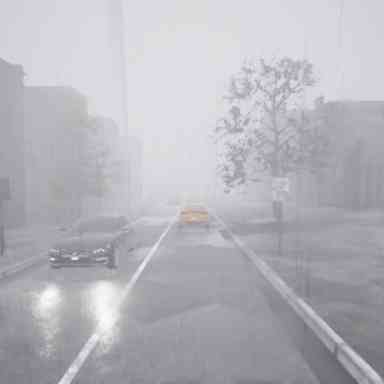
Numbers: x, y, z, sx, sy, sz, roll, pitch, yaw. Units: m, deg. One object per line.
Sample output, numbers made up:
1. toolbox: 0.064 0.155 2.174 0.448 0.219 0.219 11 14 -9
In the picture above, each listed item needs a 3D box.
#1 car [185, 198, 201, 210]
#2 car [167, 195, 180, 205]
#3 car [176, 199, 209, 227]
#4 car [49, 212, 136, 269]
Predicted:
1. car: 0.143 1.542 42.587 1.994 1.385 4.181 0 0 0
2. car: -2.997 1.311 54.323 1.882 1.535 5.008 0 2 1
3. car: 0.122 1.466 22.622 1.882 1.535 5.008 0 0 0
4. car: -3.090 1.499 11.201 1.837 1.490 4.892 0 0 0
